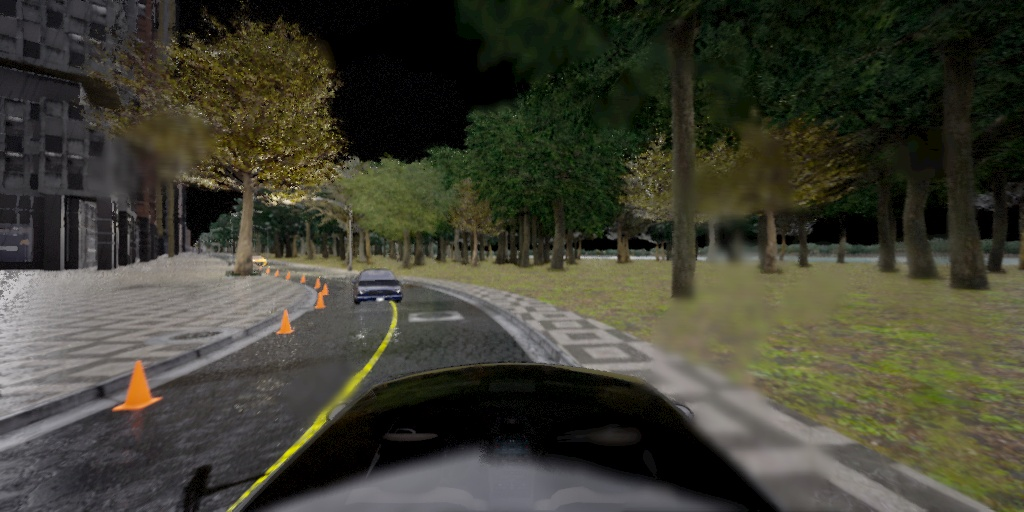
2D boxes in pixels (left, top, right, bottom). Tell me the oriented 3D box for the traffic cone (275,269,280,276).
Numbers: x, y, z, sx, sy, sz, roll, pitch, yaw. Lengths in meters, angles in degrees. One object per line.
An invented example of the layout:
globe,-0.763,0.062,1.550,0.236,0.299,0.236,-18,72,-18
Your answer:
traffic cone,-21.643,1.527,33.063,0.340,0.580,0.340,0,0,-42

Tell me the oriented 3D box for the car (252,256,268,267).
car,-37.252,0.754,52.213,5.008,1.535,1.882,1,1,45

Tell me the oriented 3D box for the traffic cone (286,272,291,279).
traffic cone,-18.287,1.567,29.355,0.340,0.580,0.340,0,0,-42

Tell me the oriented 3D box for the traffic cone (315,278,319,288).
traffic cone,-11.917,1.636,22.021,0.340,0.580,0.340,0,0,-36

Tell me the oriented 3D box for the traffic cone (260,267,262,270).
traffic cone,-28.356,1.424,40.477,0.340,0.580,0.340,0,0,-42

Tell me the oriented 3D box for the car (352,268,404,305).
car,-6.123,1.275,16.230,2.033,1.411,5.357,0,0,-24

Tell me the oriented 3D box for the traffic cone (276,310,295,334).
traffic cone,-5.969,1.714,9.462,0.340,0.580,0.340,0,0,-14

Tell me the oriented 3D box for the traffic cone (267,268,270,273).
traffic cone,-25.000,1.477,36.769,0.340,0.580,0.340,0,0,-42

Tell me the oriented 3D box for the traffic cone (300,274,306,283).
traffic cone,-14.932,1.604,25.648,0.340,0.580,0.340,0,0,-42

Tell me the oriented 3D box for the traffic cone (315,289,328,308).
traffic cone,-7.417,1.689,13.888,0.340,0.580,0.340,0,0,-22

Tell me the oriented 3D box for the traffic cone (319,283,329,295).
traffic cone,-9.409,1.663,18.097,0.340,0.580,0.340,0,0,-29

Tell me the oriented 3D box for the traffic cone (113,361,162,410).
traffic cone,-5.091,1.728,4.890,0.340,0.580,0.340,0,0,-7
